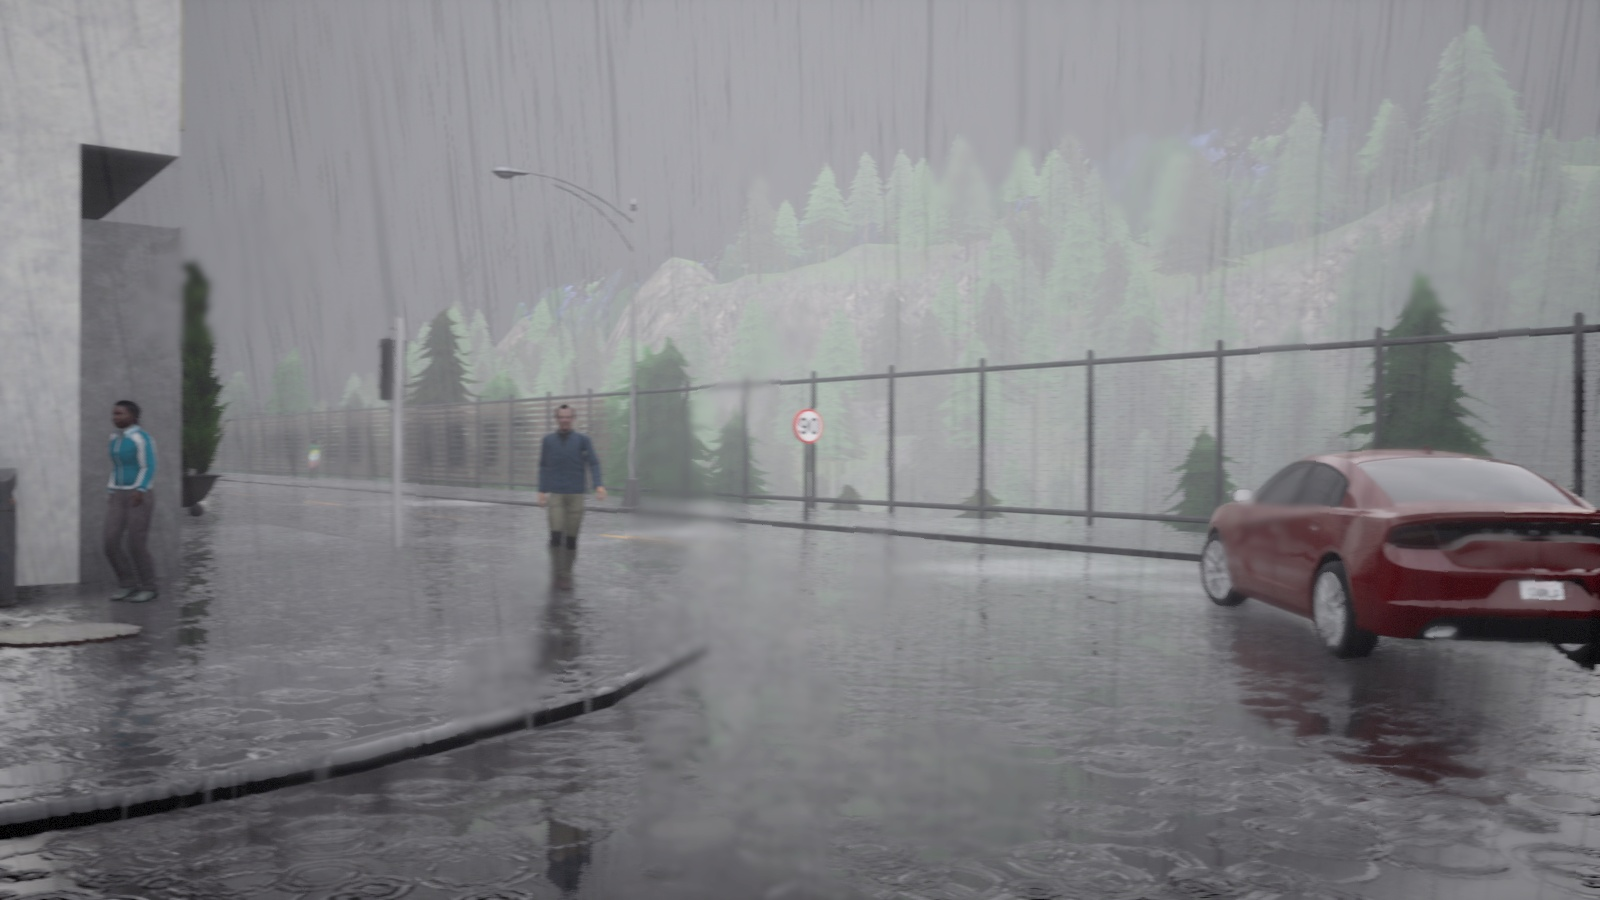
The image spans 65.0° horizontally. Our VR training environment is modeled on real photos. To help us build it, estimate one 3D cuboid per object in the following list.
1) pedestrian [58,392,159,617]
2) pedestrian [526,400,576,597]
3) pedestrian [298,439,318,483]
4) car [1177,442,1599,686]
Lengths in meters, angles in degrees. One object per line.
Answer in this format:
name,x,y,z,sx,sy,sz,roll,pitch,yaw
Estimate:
pedestrian,-6.133,0.470,11.157,0.396,1.930,0.692,0,0,20
pedestrian,-2.392,0.454,12.107,0.402,1.842,0.726,0,0,-5
pedestrian,-22.100,0.489,56.403,0.659,1.952,0.873,0,0,-36
car,4.718,0.722,10.447,1.882,1.535,5.008,0,0,3
